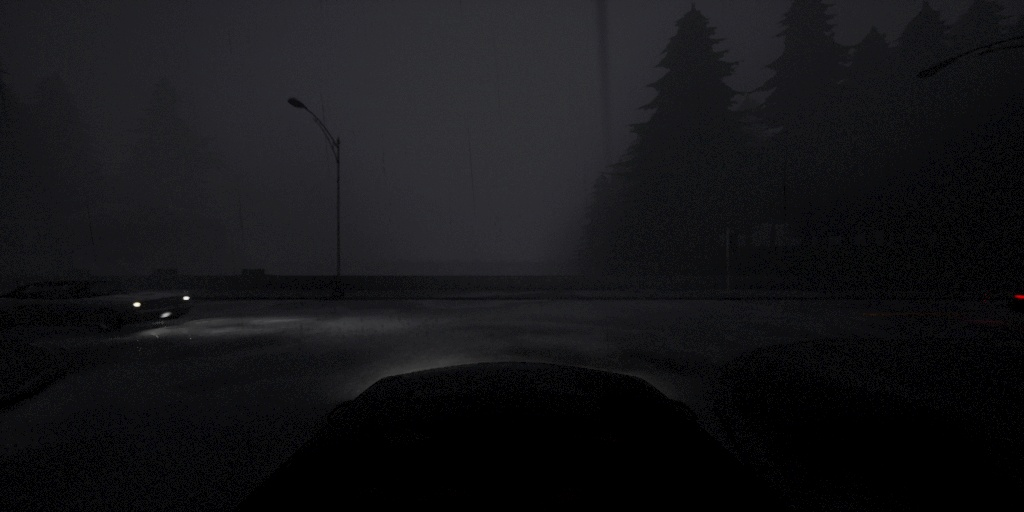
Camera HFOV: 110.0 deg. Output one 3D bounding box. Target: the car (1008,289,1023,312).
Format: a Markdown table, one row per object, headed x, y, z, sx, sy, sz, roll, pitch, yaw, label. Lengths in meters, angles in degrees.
| x | y | z | sx | sy | sz | roll | pitch | yaw | label |
| --- | --- | --- | --- | --- | --- | --- | --- | --- | --- |
| 17.816 | 1.295 | 10.222 | 5.357 | 1.411 | 2.033 | 0 | 0 | 0 | car |

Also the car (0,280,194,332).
| x | y | z | sx | sy | sz | roll | pitch | yaw | label |
| --- | --- | --- | --- | --- | --- | --- | --- | --- | --- |
| -12.089 | 1.361 | 10.226 | 4.718 | 1.301 | 1.895 | 0 | 0 | 0 | car |
